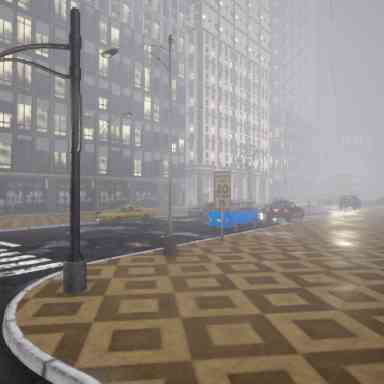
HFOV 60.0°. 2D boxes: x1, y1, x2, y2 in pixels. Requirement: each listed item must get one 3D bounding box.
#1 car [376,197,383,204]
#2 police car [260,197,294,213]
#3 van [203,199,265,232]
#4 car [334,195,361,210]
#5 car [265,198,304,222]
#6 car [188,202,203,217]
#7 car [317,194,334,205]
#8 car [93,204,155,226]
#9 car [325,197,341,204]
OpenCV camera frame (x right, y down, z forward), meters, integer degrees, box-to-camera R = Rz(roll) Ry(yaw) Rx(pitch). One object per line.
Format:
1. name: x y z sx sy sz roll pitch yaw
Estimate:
1. car: 38.092 1.658 66.577 1.947 1.339 4.313 0 0 38
2. police car: 9.953 1.459 38.662 1.930 1.638 5.238 0 0 38
3. van: 2.638 1.368 20.230 1.690 1.788 3.998 0 0 38
4. car: 21.149 1.368 44.515 2.192 1.841 5.009 0 0 38
5. car: 7.593 1.472 26.864 1.967 1.590 4.097 0 0 38
6. car: 1.344 1.604 31.665 1.802 1.307 4.206 0 0 38
7. car: 25.066 1.381 62.554 2.192 1.841 5.009 0 0 38
8. car: -4.755 1.540 23.935 1.752 1.417 4.829 0 0 38
9. car: 28.455 1.624 66.966 2.008 1.369 4.403 0 0 38
